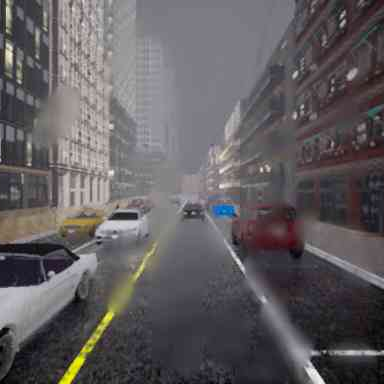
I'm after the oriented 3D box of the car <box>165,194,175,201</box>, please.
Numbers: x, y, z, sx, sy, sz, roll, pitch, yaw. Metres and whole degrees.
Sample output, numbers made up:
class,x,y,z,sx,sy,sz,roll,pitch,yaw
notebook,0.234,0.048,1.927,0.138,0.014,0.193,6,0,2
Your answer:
class,x,y,z,sx,sy,sz,roll,pitch,yaw
car,-5.687,1.406,84.867,2.192,1.841,5.009,0,0,0

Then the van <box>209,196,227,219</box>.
class,x,y,z,sx,sy,sz,roll,pitch,yaw
van,2.690,1.364,29.358,1.690,1.788,3.998,0,0,0

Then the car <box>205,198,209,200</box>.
class,x,y,z,sx,sy,sz,roll,pitch,yaw
car,2.691,1.579,34.908,2.008,1.369,4.403,0,0,0

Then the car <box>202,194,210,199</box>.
class,x,y,z,sx,sy,sz,roll,pitch,yaw
car,2.690,1.349,40.460,2.192,1.841,5.009,0,0,0

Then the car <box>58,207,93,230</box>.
class,x,y,z,sx,sy,sz,roll,pitch,yaw
car,-5.691,1.538,18.086,1.752,1.417,4.829,0,0,0

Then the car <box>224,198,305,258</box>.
class,x,y,z,sx,sy,sz,roll,pitch,yaw
car,2.689,1.325,12.706,2.192,1.841,5.009,0,0,0

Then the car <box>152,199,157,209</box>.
class,x,y,z,sx,sy,sz,roll,pitch,yaw
car,-5.690,1.559,40.289,1.752,1.417,4.829,0,0,0

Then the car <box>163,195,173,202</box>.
class,x,y,z,sx,sy,sz,roll,pitch,yaw
car,-5.688,1.523,79.316,1.967,1.590,4.097,0,0,0

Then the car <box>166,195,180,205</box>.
class,x,y,z,sx,sy,sz,roll,pitch,yaw
car,-3.037,1.657,59.284,1.895,1.301,4.718,0,0,1

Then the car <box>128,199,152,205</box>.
class,x,y,z,sx,sy,sz,roll,pitch,yaw
car,-5.690,1.468,34.908,1.967,1.590,4.097,0,0,0

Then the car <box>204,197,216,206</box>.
class,x,y,z,sx,sy,sz,roll,pitch,yaw
car,3.003,1.579,55.625,1.812,1.442,4.674,0,0,0

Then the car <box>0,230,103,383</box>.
class,x,y,z,sx,sy,sz,roll,pitch,yaw
car,-3.098,1.605,5.434,1.895,1.301,4.718,0,0,0

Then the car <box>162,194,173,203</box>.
class,x,y,z,sx,sy,sz,roll,pitch,yaw
car,-5.688,1.657,73.765,1.802,1.307,4.206,0,0,0

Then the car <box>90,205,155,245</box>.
class,x,y,z,sx,sy,sz,roll,pitch,yaw
car,-3.086,1.537,15.702,1.812,1.442,4.674,0,0,1

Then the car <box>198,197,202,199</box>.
class,x,y,z,sx,sy,sz,roll,pitch,yaw
car,0.095,1.638,42.862,1.895,1.301,4.718,0,0,0

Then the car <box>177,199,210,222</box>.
class,x,y,z,sx,sy,sz,roll,pitch,yaw
car,0.102,1.568,26.526,2.033,1.411,5.357,0,0,0

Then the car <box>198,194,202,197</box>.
class,x,y,z,sx,sy,sz,roll,pitch,yaw
car,2.693,1.415,90.418,2.192,1.841,5.009,0,0,0
